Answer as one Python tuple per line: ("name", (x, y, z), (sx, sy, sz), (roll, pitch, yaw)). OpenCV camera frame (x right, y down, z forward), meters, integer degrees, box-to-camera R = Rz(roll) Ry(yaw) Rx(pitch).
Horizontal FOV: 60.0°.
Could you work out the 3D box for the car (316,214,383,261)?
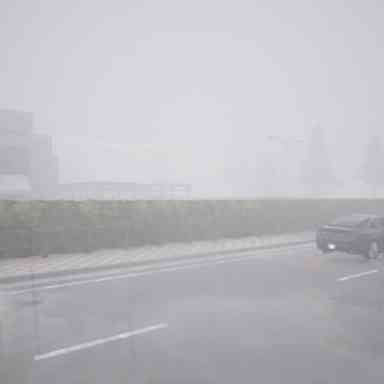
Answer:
("car", (6.803, 1.632, 12.909), (4.892, 1.490, 1.837), (0, 0, -35))
